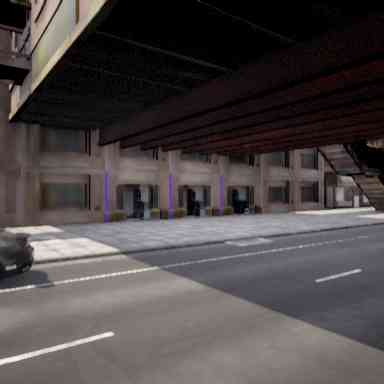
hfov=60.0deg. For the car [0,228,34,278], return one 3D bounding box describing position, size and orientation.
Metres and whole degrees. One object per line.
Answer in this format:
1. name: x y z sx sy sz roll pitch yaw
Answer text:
1. car: -6.229 1.423 7.416 4.892 1.521 2.231 0 0 -26
